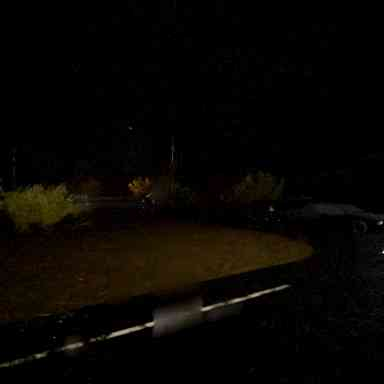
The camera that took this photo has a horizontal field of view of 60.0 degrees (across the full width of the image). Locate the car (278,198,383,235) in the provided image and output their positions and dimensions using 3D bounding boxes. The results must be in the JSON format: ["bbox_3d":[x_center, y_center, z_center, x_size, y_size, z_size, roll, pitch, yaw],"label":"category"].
[{"bbox_3d":[7.391,1.247,17.113,2.033,1.411,5.357,-1,1,-37],"label":"car"}]

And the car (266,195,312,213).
[{"bbox_3d":[8.383,1.012,27.373,1.882,1.535,5.008,-1,1,-37],"label":"car"}]

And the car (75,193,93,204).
[{"bbox_3d":[-15.850,1.097,47.732,1.994,1.385,4.181,-1,1,-37],"label":"car"}]

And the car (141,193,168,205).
[{"bbox_3d":[-5.104,0.928,45.136,2.128,1.511,4.902,-1,1,-37],"label":"car"}]

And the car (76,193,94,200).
[{"bbox_3d":[-21.525,0.903,66.767,1.895,1.301,4.718,-1,1,-37],"label":"car"}]
